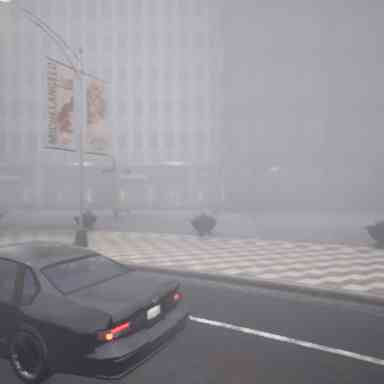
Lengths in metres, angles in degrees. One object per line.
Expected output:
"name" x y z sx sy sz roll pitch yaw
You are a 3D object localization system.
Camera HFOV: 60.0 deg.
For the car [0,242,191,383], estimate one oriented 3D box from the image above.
"car" -2.701 1.542 5.256 5.357 1.411 2.033 0 0 27
